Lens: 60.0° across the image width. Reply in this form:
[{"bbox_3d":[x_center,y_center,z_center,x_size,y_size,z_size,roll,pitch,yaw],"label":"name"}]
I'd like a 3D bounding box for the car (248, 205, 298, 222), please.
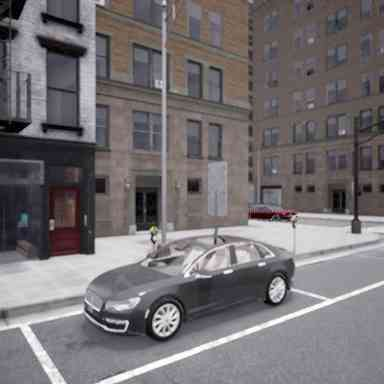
[{"bbox_3d":[6.125,1.711,26.843,1.895,1.301,4.718,0,0,-37],"label":"car"}]

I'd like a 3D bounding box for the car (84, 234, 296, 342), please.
[{"bbox_3d":[0.191,1.554,6.407,4.403,1.369,2.008,0,0,-37],"label":"car"}]
